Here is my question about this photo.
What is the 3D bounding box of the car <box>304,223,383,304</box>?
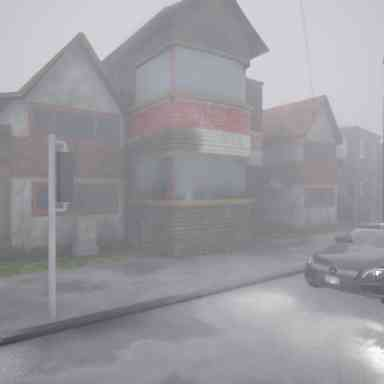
[{"bbox_3d":[4.685,1.507,8.058,4.674,1.442,1.812,0,0,-37],"label":"car"}]
